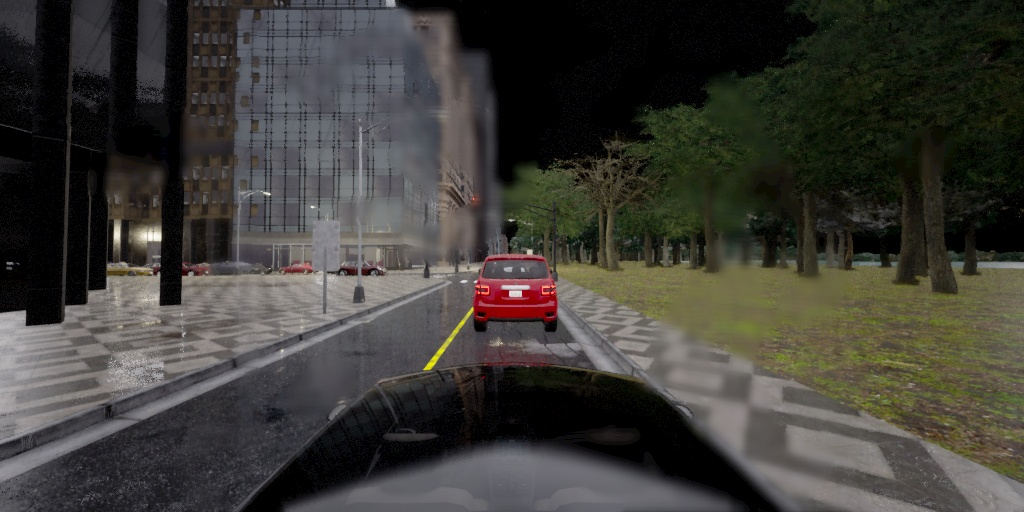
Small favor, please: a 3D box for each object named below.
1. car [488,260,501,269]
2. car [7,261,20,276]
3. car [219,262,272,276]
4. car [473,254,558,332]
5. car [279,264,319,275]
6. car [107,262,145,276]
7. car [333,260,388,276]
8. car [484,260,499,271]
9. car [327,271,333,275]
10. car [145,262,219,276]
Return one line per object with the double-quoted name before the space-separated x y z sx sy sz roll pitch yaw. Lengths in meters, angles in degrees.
"car" -2.983 1.453 63.121 1.994 1.385 4.181 0 0 1
"car" -46.396 1.147 32.635 4.097 1.591 1.967 0 0 0
"car" -27.122 1.315 35.315 5.357 1.411 2.033 0 -2 -1
"car" 0.102 0.976 11.041 2.150 2.045 5.566 0 0 0
"car" -24.442 1.504 41.160 4.207 1.307 1.802 0 0 0
"car" -35.250 1.227 32.636 4.829 1.417 1.751 0 0 0
"car" -13.502 1.129 32.639 4.097 1.591 1.967 0 0 -1
"car" -3.046 1.395 53.077 2.033 1.411 5.357 0 0 -3
"car" -15.378 1.310 35.376 5.357 1.411 2.033 0 -2 5
"car" -29.933 1.243 32.637 4.507 1.381 1.888 0 0 0
